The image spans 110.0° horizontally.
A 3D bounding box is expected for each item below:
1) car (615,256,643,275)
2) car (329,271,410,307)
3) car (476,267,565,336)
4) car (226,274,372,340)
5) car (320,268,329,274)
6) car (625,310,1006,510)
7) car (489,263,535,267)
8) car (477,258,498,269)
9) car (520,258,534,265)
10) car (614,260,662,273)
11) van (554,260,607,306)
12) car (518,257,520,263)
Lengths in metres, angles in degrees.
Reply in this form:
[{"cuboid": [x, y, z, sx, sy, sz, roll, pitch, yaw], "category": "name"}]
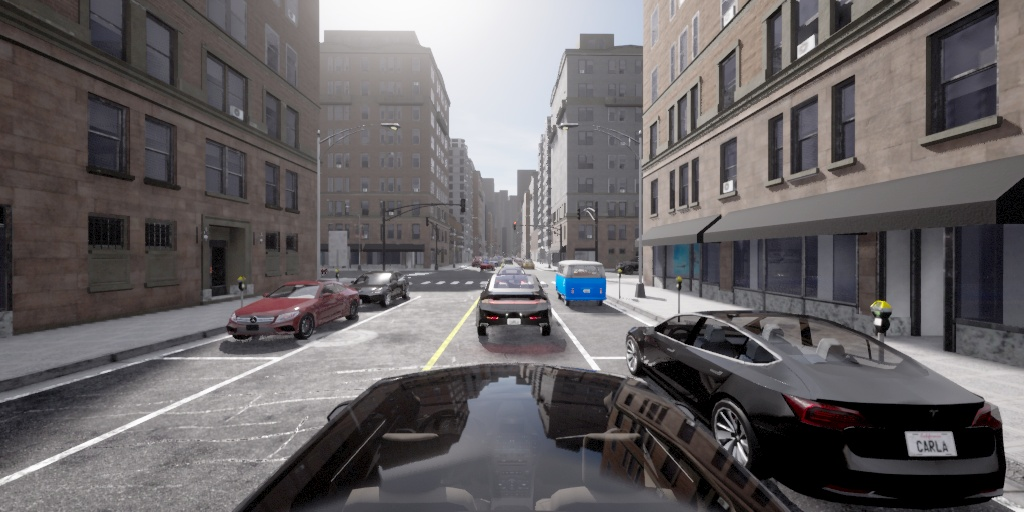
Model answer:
[{"cuboid": [14.107, 0.964, 38.823, 5.566, 2.045, 2.150, 0, 0, -1], "category": "car"}, {"cuboid": [-5.694, 1.315, 15.393, 1.948, 1.339, 4.313, 0, 0, 0], "category": "car"}, {"cuboid": [0.057, 1.241, 10.388, 2.128, 1.511, 4.902, 0, 0, 0], "category": "car"}, {"cuboid": [-5.683, 1.331, 9.942, 1.802, 1.307, 4.207, 0, 0, 0], "category": "car"}, {"cuboid": [-18.821, 1.333, 31.672, 4.718, 1.301, 1.895, 0, 0, -1], "category": "car"}, {"cuboid": [2.852, 1.316, 4.522, 1.948, 1.339, 4.313, 0, 0, 0], "category": "car"}, {"cuboid": [-0.034, 1.297, 20.131, 2.033, 1.411, 5.357, 0, 0, 0], "category": "car"}, {"cuboid": [-3.312, 1.343, 48.535, 1.895, 1.301, 4.718, 0, 0, -1], "category": "car"}, {"cuboid": [2.546, 1.267, 54.778, 1.751, 1.417, 4.829, 0, 0, -1], "category": "car"}, {"cuboid": [14.726, 1.211, 42.081, 5.008, 1.535, 1.882, 0, 0, -1], "category": "car"}, {"cuboid": [2.831, 1.090, 15.419, 1.690, 1.789, 3.998, 0, 0, 0], "category": "van"}, {"cuboid": [2.462, 1.179, 60.133, 1.967, 1.591, 4.097, 0, 0, -1], "category": "car"}]
